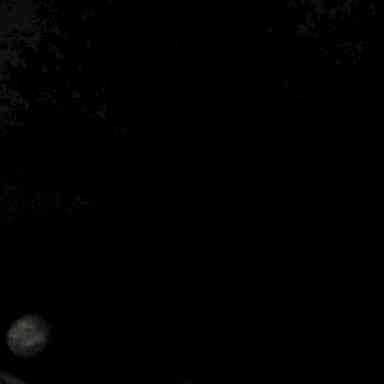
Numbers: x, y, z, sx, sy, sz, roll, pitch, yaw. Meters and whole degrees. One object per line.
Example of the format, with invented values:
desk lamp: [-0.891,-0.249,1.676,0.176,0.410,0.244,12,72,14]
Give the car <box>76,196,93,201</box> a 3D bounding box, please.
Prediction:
car: [-18.207,0.668,59.312,1.946,1.575,5.366,-1,3,32]
